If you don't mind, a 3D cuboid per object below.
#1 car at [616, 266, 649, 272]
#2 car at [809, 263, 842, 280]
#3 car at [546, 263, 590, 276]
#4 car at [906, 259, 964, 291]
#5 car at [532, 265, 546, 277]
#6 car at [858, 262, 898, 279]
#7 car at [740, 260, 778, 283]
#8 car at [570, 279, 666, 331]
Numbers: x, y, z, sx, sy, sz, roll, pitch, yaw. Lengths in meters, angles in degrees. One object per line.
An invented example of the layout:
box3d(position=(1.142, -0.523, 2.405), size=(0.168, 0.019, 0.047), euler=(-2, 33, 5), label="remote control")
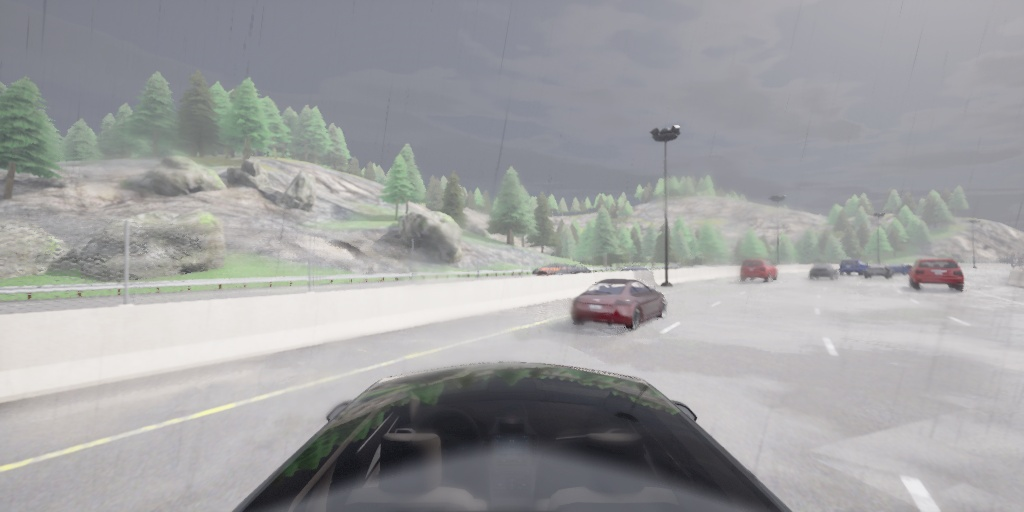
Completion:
box3d(position=(13.055, 1.750, 38.565), size=(5.357, 1.411, 2.033), euler=(1, -1, -45), label="car")
box3d(position=(32.240, 1.689, 37.060), size=(4.892, 1.490, 1.837), euler=(1, -1, -41), label="car")
box3d(position=(6.086, 1.668, 36.449), size=(2.128, 1.511, 4.902), euler=(-1, -1, 44), label="car")
box3d(position=(29.070, 1.255, 24.665), size=(5.566, 2.045, 2.150), euler=(0, -1, -44), label="car")
box3d(position=(4.668, 1.572, 40.018), size=(2.097, 1.767, 4.553), euler=(-1, -1, 44), label="car")
box3d(position=(39.144, 1.691, 38.290), size=(4.902, 1.511, 2.128), euler=(1, -1, -39), label="car")
box3d(position=(23.137, 1.364, 33.561), size=(5.566, 2.045, 2.150), euler=(0, -1, -44), label="car")
box3d(position=(3.599, 1.438, 11.783), size=(1.994, 1.385, 4.181), euler=(-1, -1, 37), label="car")
